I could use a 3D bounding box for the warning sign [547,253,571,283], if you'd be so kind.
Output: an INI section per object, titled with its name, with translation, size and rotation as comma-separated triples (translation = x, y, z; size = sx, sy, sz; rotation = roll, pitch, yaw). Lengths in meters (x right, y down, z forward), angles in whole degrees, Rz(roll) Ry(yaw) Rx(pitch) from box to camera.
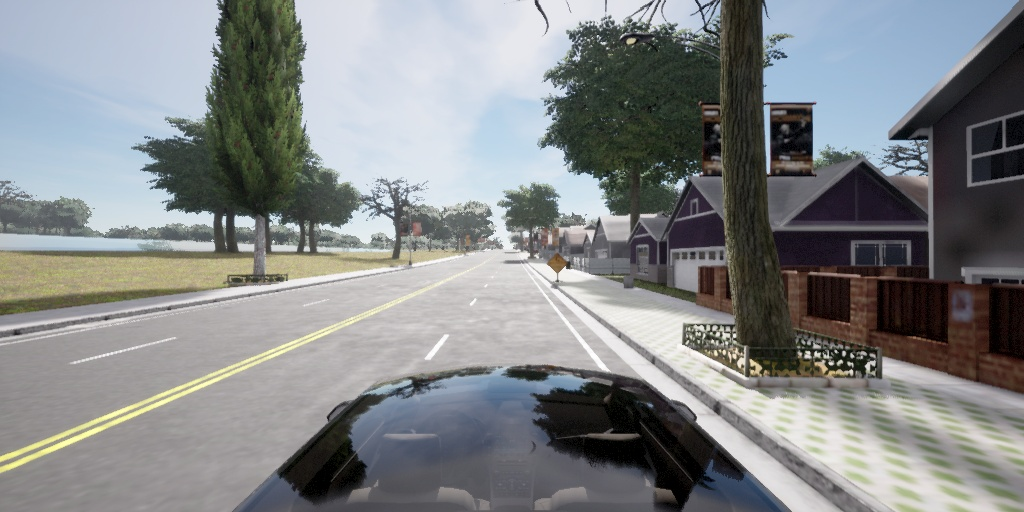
[warning sign]
translation = 2.850, 0.735, 22.337
size = 1.300, 1.860, 1.060
rotation = 0, 0, 0
